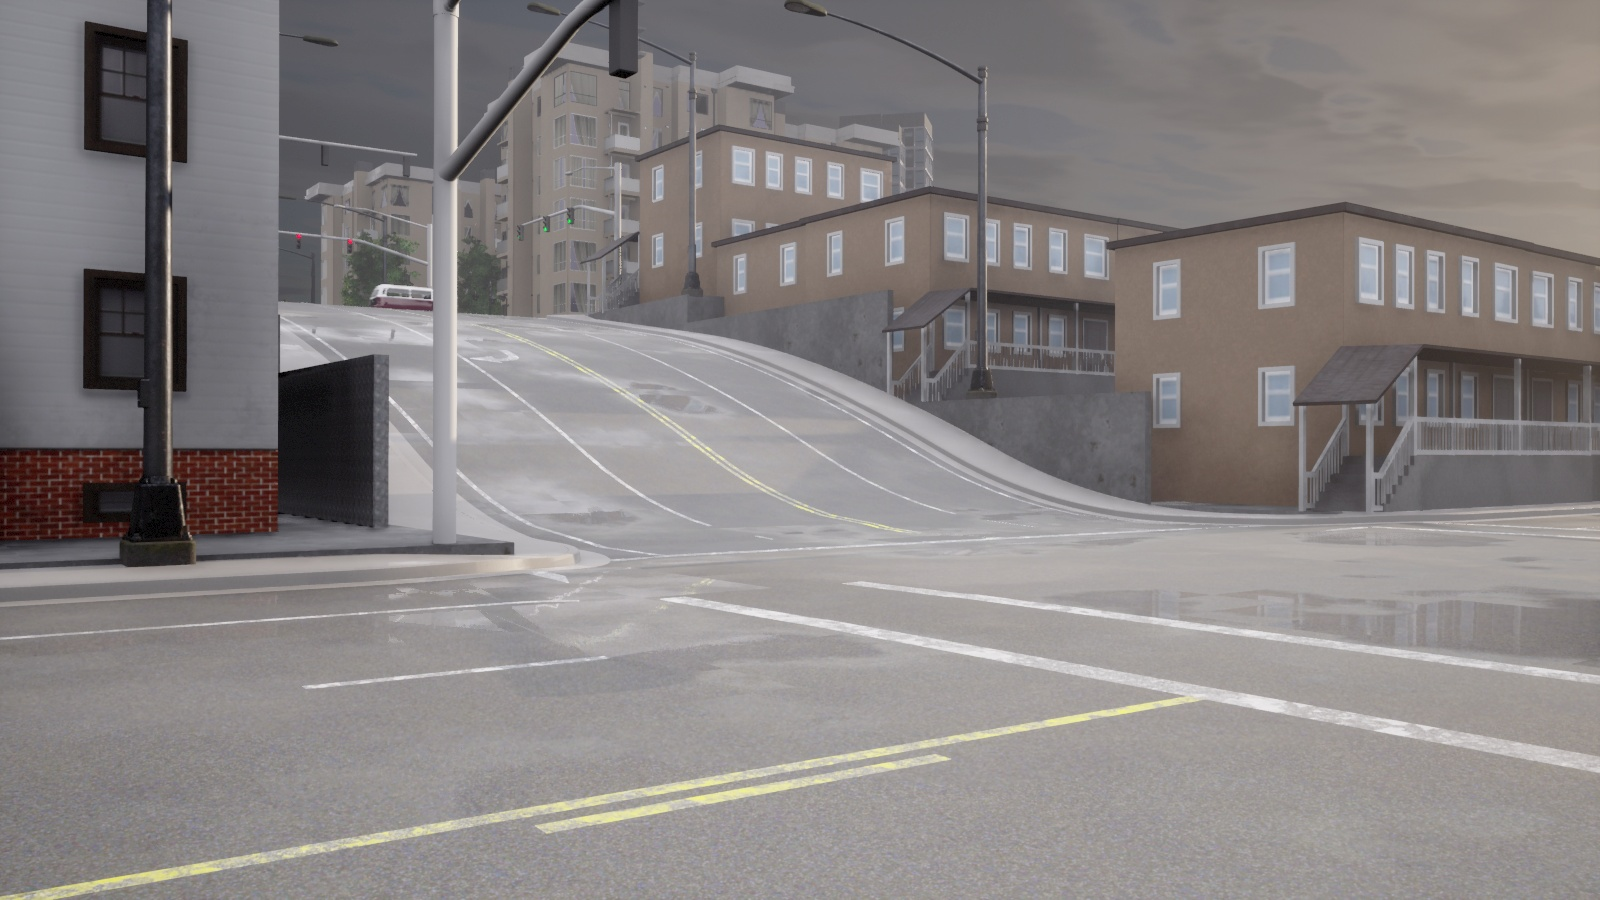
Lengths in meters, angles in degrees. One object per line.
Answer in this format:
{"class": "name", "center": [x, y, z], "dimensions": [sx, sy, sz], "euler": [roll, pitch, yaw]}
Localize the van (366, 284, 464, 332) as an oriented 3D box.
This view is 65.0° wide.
{"class": "van", "center": [-20.143, -7.398, 65.726], "dimensions": [4.480, 2.038, 2.069], "euler": [0, -1, -35]}
